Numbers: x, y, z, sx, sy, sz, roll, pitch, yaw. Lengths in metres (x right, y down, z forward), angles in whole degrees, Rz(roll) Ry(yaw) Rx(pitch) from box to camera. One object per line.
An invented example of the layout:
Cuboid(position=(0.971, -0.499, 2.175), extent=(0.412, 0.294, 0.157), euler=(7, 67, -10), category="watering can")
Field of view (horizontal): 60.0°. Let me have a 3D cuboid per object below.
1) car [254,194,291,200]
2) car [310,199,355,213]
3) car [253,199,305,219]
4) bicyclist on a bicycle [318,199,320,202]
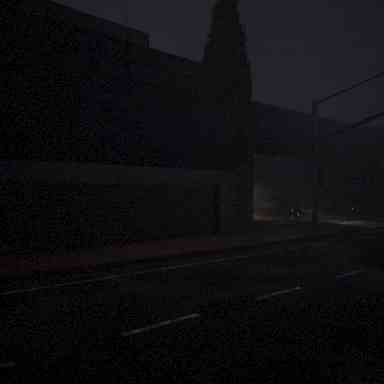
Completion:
Cuboid(position=(8.695, 1.221, 34.158), extent=(2.150, 2.045, 5.566), euler=(0, 0, -36), category="car")
Cuboid(position=(15.468, 1.505, 36.905), extent=(1.837, 1.490, 4.892), euler=(0, 0, -35), category="car")
Cuboid(position=(7.632, 1.601, 29.727), extent=(1.895, 1.301, 4.718), euler=(0, 0, -37), category="car")
Cuboid(position=(16.223, 1.303, 43.263), extent=(1.656, 1.620, 0.582), euler=(0, 0, -37), category="bicyclist on a bicycle")
